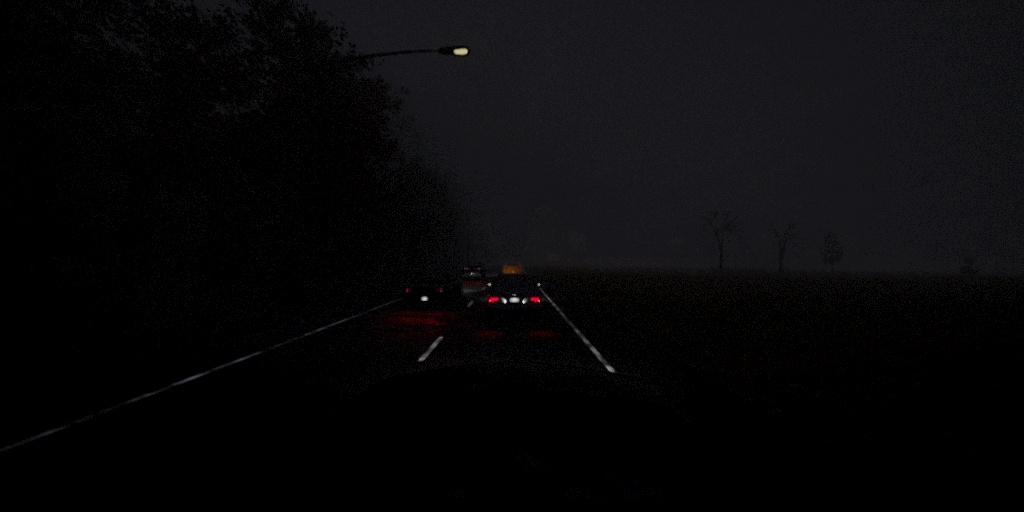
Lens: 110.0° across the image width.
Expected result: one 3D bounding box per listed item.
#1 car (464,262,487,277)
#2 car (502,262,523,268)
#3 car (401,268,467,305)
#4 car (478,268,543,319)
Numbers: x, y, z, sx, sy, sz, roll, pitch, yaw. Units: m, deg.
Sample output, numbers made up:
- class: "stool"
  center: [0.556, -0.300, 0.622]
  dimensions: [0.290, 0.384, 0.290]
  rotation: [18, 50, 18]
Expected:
- class: "car"
  center: [-3.420, 1.304, 33.106]
  dimensions: [2.128, 1.511, 4.902]
  rotation: [0, 0, 0]
- class: "car"
  center: [0.081, 1.293, 34.644]
  dimensions: [1.882, 1.535, 5.008]
  rotation: [0, 0, 0]
- class: "car"
  center: [-3.415, 1.379, 16.241]
  dimensions: [1.895, 1.301, 4.718]
  rotation: [0, 0, 0]
- class: "car"
  center: [0.080, 1.320, 12.846]
  dimensions: [2.033, 1.411, 5.357]
  rotation: [0, 0, 0]
